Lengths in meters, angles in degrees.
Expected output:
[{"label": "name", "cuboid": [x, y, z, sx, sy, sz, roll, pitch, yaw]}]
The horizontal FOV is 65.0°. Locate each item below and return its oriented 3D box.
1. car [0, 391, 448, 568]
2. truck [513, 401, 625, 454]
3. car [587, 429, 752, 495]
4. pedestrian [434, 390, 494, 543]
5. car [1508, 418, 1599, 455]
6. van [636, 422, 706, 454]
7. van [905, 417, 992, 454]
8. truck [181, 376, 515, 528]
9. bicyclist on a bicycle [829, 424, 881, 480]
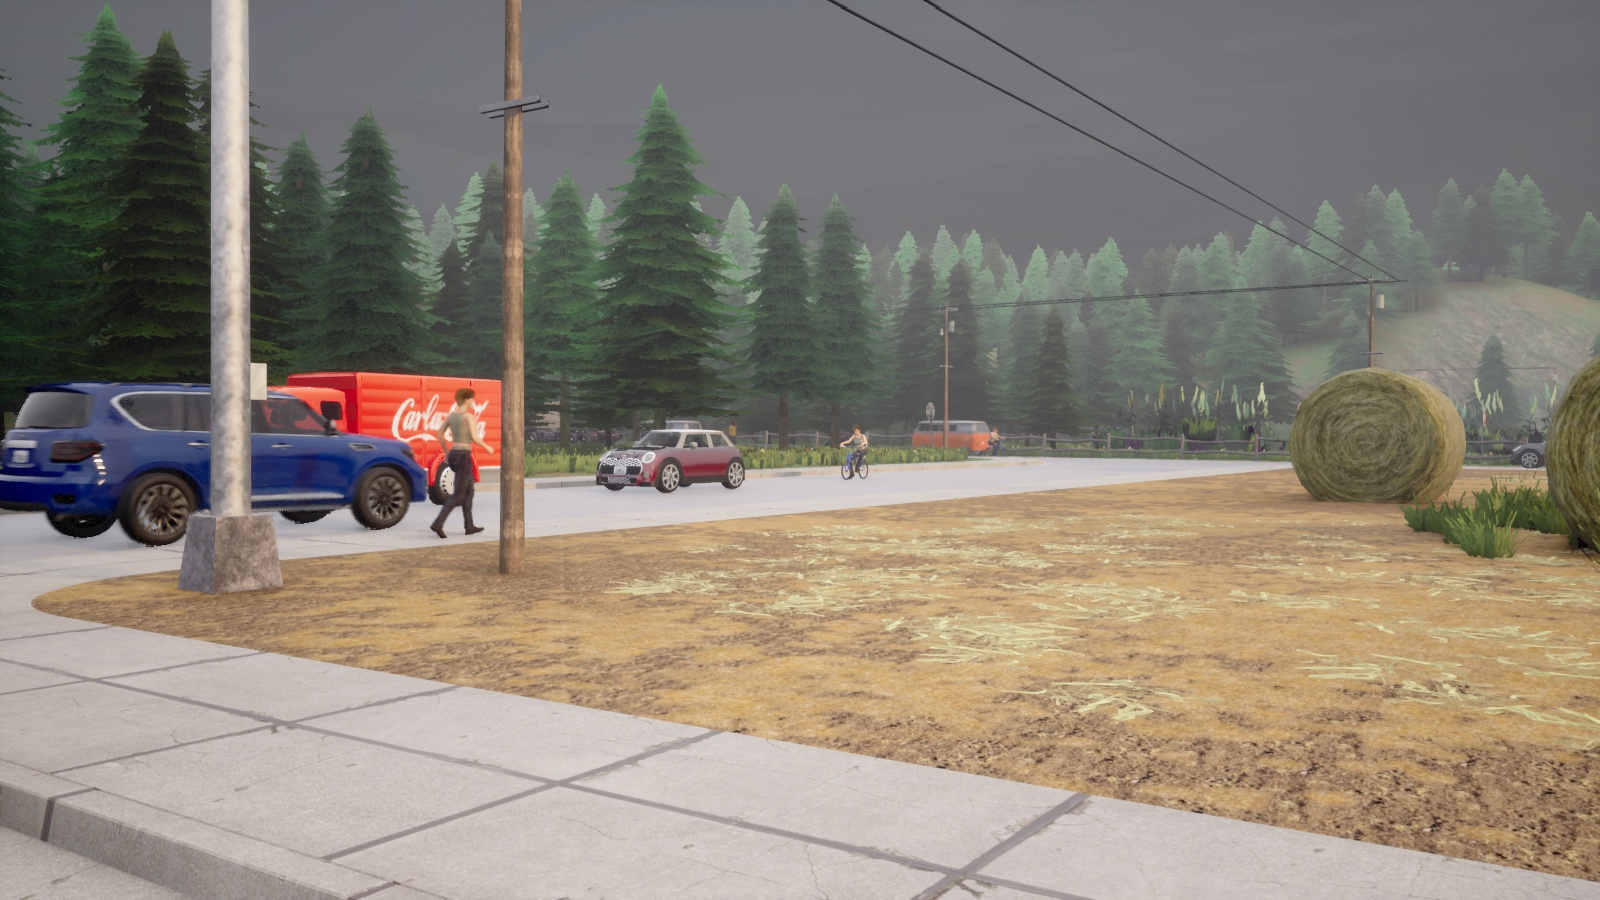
[{"label": "car", "cuboid": [-7.824, 0.281, 17.365, 2.150, 2.045, 5.566, 0, 1, 34]}, {"label": "truck", "cuboid": [-16.084, -1.525, 87.023, 7.936, 3.462, 2.891, 0, 1, 36]}, {"label": "car", "cuboid": [-3.095, 0.248, 30.457, 1.970, 1.475, 3.806, 0, 1, 35]}, {"label": "pedestrian", "cuboid": [-4.113, 0.197, 15.383, 0.594, 1.836, 0.345, -2, 1, -43]}, {"label": "car", "cuboid": [31.403, -0.564, 51.546, 3.806, 1.475, 1.970, 0, 1, 38]}, {"label": "van", "cuboid": [-8.390, -0.790, 81.490, 4.442, 1.987, 1.775, 0, 1, 36]}, {"label": "van", "cuboid": [8.186, -0.794, 69.307, 4.442, 1.987, 1.775, 0, 1, 37]}, {"label": "truck", "cuboid": [-8.141, -0.019, 23.156, 2.627, 2.467, 5.204, 0, 1, 35]}, {"label": "bicyclist on a bicycle", "cuboid": [1.641, 0.045, 37.323, 0.866, 1.612, 1.509, 0, 1, 34]}]
